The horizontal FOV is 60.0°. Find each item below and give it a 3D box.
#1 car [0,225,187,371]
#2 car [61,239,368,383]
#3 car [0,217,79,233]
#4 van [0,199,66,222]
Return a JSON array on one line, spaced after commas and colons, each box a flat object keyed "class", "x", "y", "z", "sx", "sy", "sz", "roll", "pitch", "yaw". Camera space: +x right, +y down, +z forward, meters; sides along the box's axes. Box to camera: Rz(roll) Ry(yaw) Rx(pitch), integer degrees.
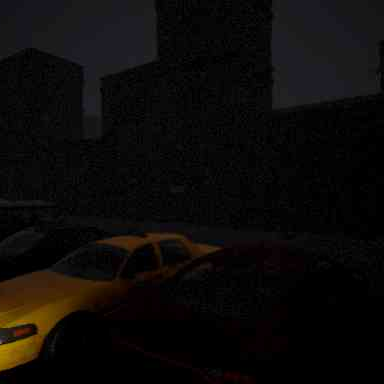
[{"class": "car", "x": -1.273, "y": 1.475, "z": 6.040, "sx": 1.946, "sy": 1.575, "sz": 5.366, "roll": 0, "pitch": 0, "yaw": 36}, {"class": "car", "x": 1.094, "y": 1.479, "z": 4.571, "sx": 2.097, "sy": 1.535, "sz": 5.008, "roll": 0, "pitch": 0, "yaw": 36}, {"class": "car", "x": -3.426, "y": 1.516, "z": 7.808, "sx": 2.002, "sy": 1.452, "sz": 4.674, "roll": 0, "pitch": 0, "yaw": 36}, {"class": "van", "x": -5.621, "y": 1.249, "z": 9.516, "sx": 1.878, "sy": 1.987, "sz": 4.442, "roll": 0, "pitch": 0, "yaw": 36}]
